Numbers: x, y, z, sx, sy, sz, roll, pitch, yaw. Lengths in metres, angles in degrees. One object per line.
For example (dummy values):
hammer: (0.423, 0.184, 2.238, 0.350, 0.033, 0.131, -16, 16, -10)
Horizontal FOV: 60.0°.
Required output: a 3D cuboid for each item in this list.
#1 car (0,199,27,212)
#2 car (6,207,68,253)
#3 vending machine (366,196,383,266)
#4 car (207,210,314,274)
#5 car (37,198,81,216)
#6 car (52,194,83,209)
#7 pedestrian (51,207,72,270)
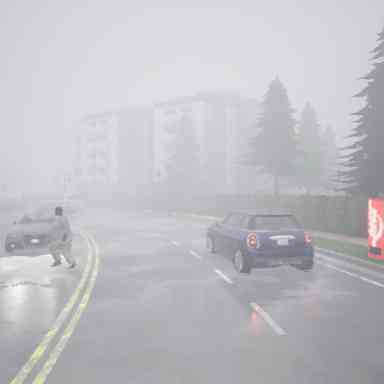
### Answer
car: (-21.013, 1.492, 38.158, 4.902, 1.511, 2.128, 0, 0, 32)
car: (-6.323, 1.563, 13.774, 1.994, 1.385, 4.181, 0, 0, -21)
vending machine: (6.265, 1.195, 10.471, 1.100, 2.100, 0.880, 0, 0, -12)
car: (1.945, 1.351, 10.841, 2.097, 1.767, 4.553, 0, 0, -12)
car: (-12.853, 1.548, 31.286, 2.033, 1.411, 5.357, 0, 0, -44)
car: (-14.431, 1.222, 37.324, 5.566, 2.045, 2.150, 0, 0, 40)
pedestrian: (-3.749, 1.294, 9.543, 0.375, 1.860, 0.375, 0, 0, -14)
